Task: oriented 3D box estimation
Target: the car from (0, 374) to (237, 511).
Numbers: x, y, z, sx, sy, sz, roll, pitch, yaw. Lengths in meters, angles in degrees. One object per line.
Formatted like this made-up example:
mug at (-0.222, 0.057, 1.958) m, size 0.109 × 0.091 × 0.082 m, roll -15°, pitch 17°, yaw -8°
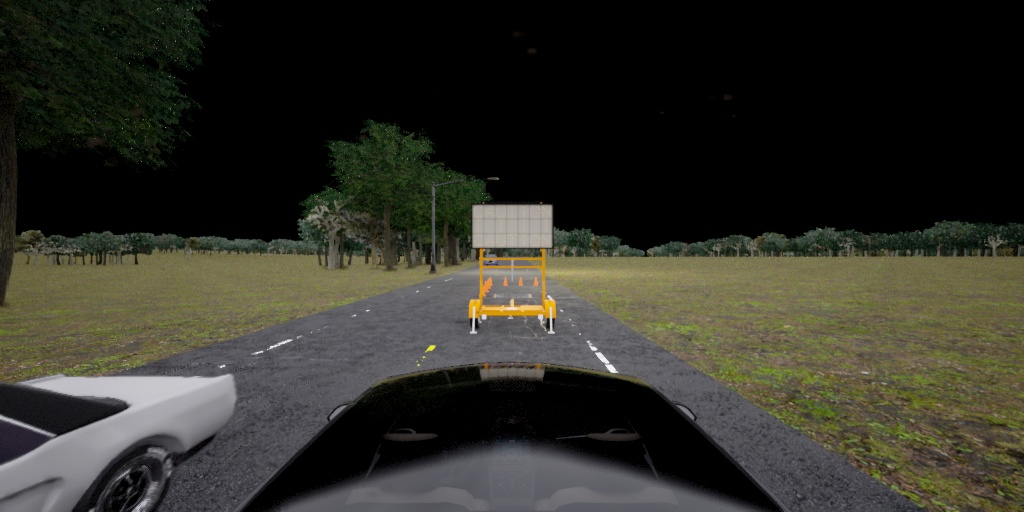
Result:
car at (-3.598, 1.351, 1.207) m, size 1.895 × 1.301 × 4.718 m, roll 0°, pitch 0°, yaw 0°

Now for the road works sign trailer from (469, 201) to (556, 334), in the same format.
road works sign trailer at (0.013, 0.199, 10.594) m, size 2.380 × 3.560 × 2.880 m, roll 0°, pitch 0°, yaw 0°

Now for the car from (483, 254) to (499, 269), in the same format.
car at (-3.176, 0.790, 53.787) m, size 2.150 × 2.045 × 5.566 m, roll 0°, pitch 0°, yaw 1°
